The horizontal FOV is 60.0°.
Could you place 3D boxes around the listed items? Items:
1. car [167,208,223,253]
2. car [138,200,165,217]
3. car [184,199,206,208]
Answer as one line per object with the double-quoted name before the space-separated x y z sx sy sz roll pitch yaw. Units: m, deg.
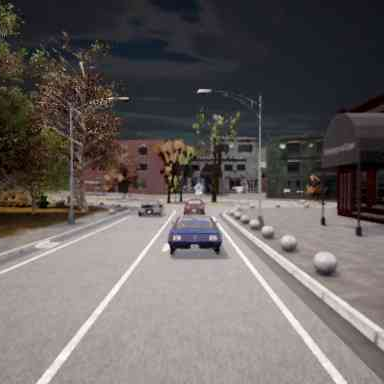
"car" 0.096 1.558 13.377 1.895 1.301 4.718 0 0 0
"car" -3.503 1.431 29.199 1.994 1.385 4.181 0 1 0
"car" 0.303 1.339 30.075 1.812 1.442 4.674 0 1 3
